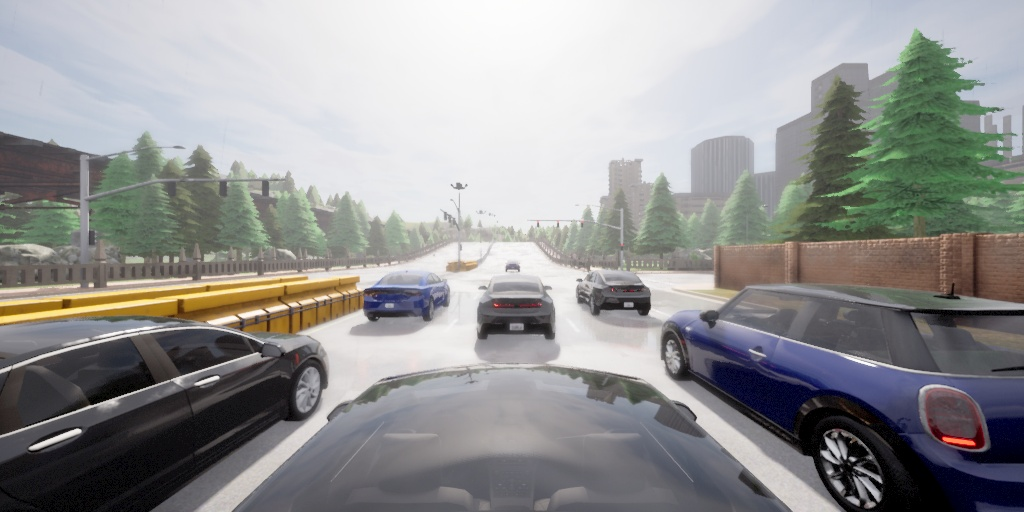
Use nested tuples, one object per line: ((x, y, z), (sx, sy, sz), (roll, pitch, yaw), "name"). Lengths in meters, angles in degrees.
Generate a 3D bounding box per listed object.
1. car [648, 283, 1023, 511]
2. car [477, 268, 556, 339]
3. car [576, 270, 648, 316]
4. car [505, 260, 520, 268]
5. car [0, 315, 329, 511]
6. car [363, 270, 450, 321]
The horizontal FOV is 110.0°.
((3.602, 1.102, 4.352), (2.097, 1.767, 4.553), (0, 0, 0), "car")
((0.099, 1.253, 10.003), (1.837, 1.490, 4.892), (0, 0, 0), "car")
((3.619, 1.253, 13.436), (1.837, 1.490, 4.892), (0, 0, 1), "car")
((0.086, 1.268, 46.242), (1.812, 1.442, 4.674), (0, 0, 0), "car")
((-3.400, 1.255, 2.934), (1.837, 1.490, 4.892), (0, 0, 0), "car")
((-3.399, 1.226, 12.427), (1.882, 1.535, 5.008), (0, 0, 0), "car")
